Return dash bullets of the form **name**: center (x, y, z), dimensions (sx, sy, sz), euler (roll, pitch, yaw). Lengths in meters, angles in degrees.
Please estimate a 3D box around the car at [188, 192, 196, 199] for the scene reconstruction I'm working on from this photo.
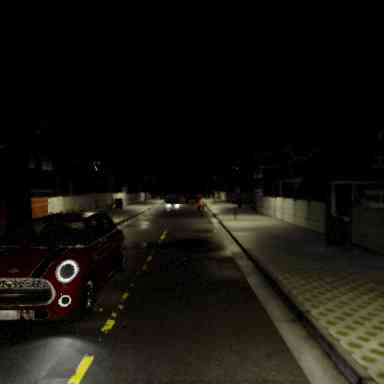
- **car**: center (-0.010, 0.859, 74.639), dimensions (1.837, 1.490, 4.892), euler (0, 0, 0)

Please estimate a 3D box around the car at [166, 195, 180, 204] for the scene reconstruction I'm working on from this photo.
- **car**: center (-2.832, 1.133, 49.963), dimensions (1.994, 1.385, 4.181), euler (0, 0, 0)

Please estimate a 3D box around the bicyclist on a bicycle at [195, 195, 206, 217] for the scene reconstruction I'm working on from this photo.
- **bicyclist on a bicycle**: center (0.781, 1.200, 27.333), dimensions (0.866, 1.612, 1.509), euler (0, 1, 0)

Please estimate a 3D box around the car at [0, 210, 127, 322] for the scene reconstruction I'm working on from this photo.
- **car**: center (-2.852, 1.289, 7.383), dimensions (2.097, 1.767, 4.553), euler (0, 0, 0)

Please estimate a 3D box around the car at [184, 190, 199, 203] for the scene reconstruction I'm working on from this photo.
- **car**: center (0.054, 0.734, 56.851), dimensions (2.150, 2.045, 5.566), euler (0, 1, 0)

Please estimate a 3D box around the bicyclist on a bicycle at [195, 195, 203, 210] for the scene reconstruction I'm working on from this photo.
- **bicyclist on a bicycle**: center (0.782, 1.115, 37.237), dimensions (0.866, 1.612, 1.509), euler (0, 0, 0)
